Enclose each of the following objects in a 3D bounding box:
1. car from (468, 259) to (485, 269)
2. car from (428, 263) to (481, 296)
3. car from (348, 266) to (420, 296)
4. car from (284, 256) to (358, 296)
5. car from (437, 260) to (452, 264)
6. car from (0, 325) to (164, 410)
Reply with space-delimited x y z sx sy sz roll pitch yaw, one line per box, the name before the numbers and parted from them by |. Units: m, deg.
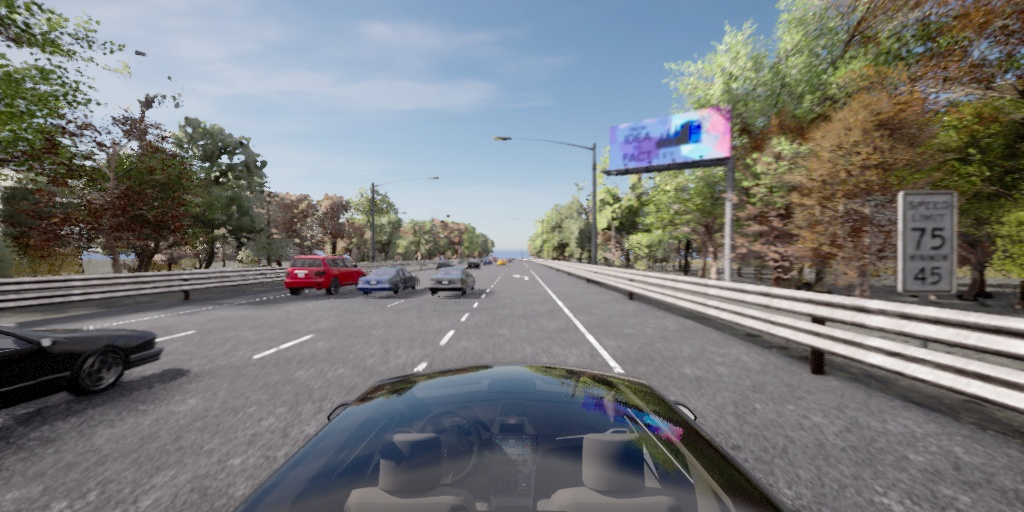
car | -5.972 1.309 57.553 1.882 1.535 5.008 0 0 1
car | -3.158 1.318 19.698 2.033 1.411 5.357 0 0 1
car | -6.650 1.335 19.823 2.033 1.411 5.357 0 0 1
car | -10.148 1.025 20.018 2.150 2.045 5.566 0 0 1
car | -9.579 1.341 51.632 1.837 1.490 4.892 0 0 1
car | -6.940 1.330 3.628 2.033 1.411 5.357 0 0 1
